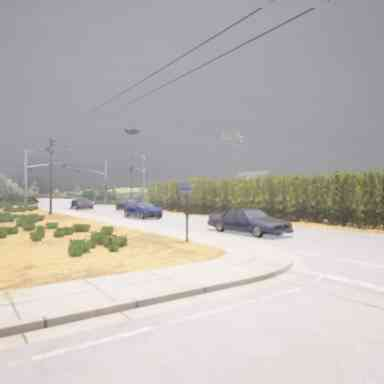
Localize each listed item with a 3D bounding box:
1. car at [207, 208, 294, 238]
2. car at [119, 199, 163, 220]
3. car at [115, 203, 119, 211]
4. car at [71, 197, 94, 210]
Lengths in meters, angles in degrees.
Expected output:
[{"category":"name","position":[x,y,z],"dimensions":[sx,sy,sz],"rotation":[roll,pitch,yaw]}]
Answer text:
[{"category":"car","position":[3.054,1.637,18.668],"dimensions":[2.033,1.411,5.357],"rotation":[0,0,-35]},{"category":"car","position":[-4.354,1.568,29.406],"dimensions":[1.882,1.535,5.008],"rotation":[0,0,-35]},{"category":"car","position":[-7.813,1.587,40.952],"dimensions":[1.882,1.535,5.008],"rotation":[0,0,-34]},{"category":"car","position":[-14.856,1.443,44.930],"dimensions":[2.097,1.767,4.553],"rotation":[0,0,-33]}]
